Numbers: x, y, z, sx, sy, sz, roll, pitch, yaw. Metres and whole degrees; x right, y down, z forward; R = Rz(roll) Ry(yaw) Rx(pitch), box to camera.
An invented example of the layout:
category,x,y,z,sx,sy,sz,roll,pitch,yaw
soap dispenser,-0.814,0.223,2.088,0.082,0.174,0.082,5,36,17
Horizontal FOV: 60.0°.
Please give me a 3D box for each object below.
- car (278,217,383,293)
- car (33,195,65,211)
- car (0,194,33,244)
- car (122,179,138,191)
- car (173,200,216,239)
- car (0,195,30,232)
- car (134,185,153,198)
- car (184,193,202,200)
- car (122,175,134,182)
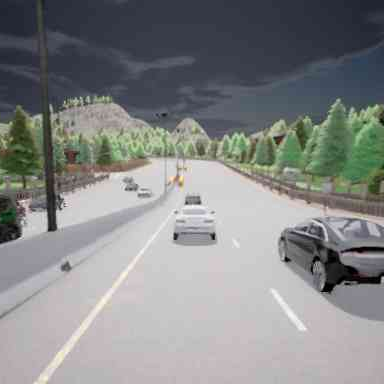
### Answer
category,x,y,z,sx,sy,sz,roll,pitch,yaw
car,3.606,1.371,8.499,2.128,1.511,4.902,0,1,0
car,-14.058,1.032,32.497,1.837,1.490,4.892,0,1,0
car,-7.089,1.090,9.549,2.150,2.045,5.566,0,1,0
car,-10.487,-0.930,58.404,1.994,1.385,4.181,0,7,1
car,0.111,1.307,15.731,1.812,1.442,4.674,0,1,0
car,-10.580,1.114,17.263,2.097,1.767,4.553,0,1,0
car,-7.022,0.044,50.048,1.895,1.301,4.718,0,5,1
car,0.127,0.800,38.067,2.128,1.511,4.902,0,3,0
car,-13.894,-2.805,72.542,2.128,1.511,4.902,0,7,0
